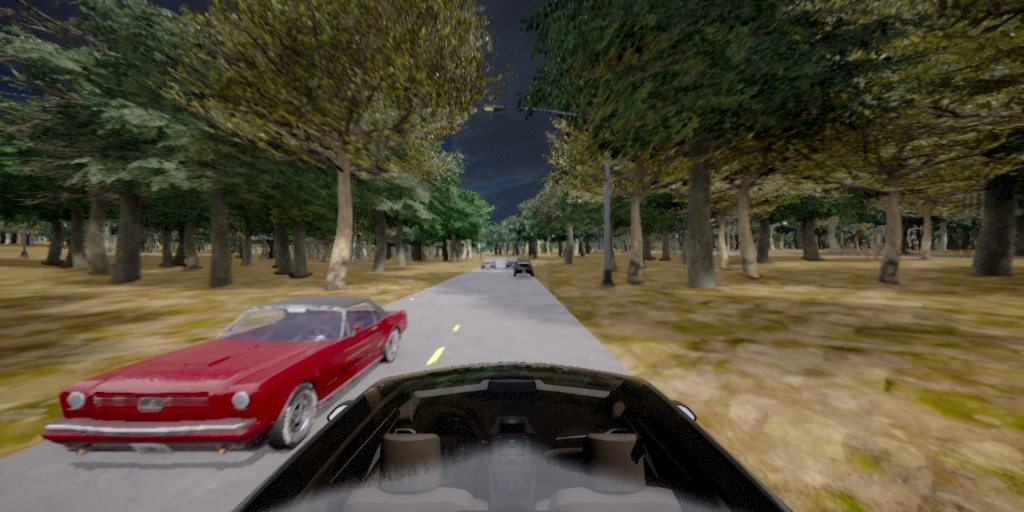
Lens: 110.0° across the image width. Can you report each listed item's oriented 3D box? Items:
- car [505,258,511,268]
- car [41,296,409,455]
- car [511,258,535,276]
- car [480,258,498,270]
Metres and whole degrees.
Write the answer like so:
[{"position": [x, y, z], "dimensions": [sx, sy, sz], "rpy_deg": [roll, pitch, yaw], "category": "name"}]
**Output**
[{"position": [0.027, 1.075, 51.854], "dimensions": [1.895, 1.301, 4.718], "rpy_deg": [0, 0, 0], "category": "car"}, {"position": [-3.097, 1.333, 5.281], "dimensions": [1.895, 1.301, 4.718], "rpy_deg": [0, 0, 0], "category": "car"}, {"position": [1.061, 1.104, 33.868], "dimensions": [1.837, 1.490, 4.892], "rpy_deg": [0, 0, 0], "category": "car"}, {"position": [-3.036, 1.037, 47.201], "dimensions": [1.812, 1.442, 4.674], "rpy_deg": [0, 1, 1], "category": "car"}]
